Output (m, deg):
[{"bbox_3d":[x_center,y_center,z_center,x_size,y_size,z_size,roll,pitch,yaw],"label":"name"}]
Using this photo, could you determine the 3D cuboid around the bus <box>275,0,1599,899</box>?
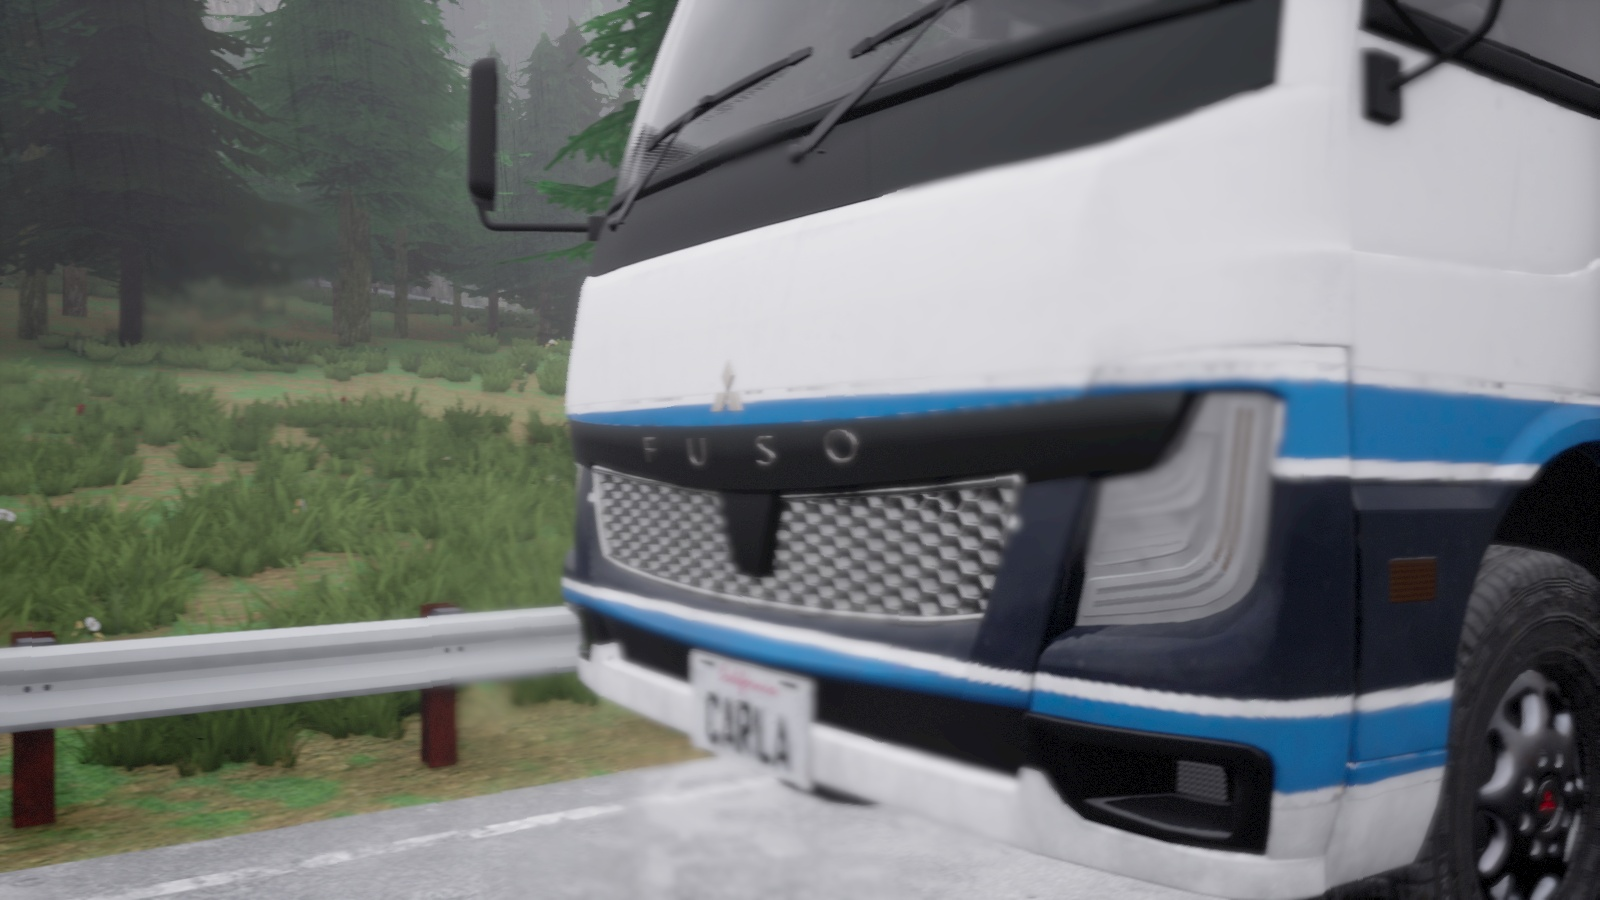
[{"bbox_3d":[3.407,-0.626,6.035,10.273,4.253,3.944,1,-1,-35],"label":"bus"}]
